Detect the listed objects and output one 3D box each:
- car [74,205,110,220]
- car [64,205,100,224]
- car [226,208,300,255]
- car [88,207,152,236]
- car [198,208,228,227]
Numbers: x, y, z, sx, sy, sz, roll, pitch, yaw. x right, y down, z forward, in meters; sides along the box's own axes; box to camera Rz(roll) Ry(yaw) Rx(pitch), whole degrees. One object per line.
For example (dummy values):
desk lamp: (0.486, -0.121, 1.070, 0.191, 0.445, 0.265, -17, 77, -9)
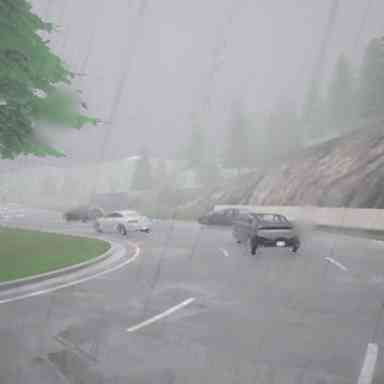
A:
car: (-11.197, 2.223, 37.013, 1.812, 1.442, 4.674, 0, -1, -44)
car: (-10.187, 2.090, 31.007, 4.902, 1.511, 2.128, -2, -1, 43)
car: (3.009, 1.646, 14.189, 2.128, 1.511, 4.902, 0, -1, -3)
car: (-4.404, 1.893, 20.988, 1.812, 1.442, 4.674, 0, -2, -45)
car: (2.757, 1.837, 23.654, 2.033, 1.411, 5.357, 0, -1, -41)
